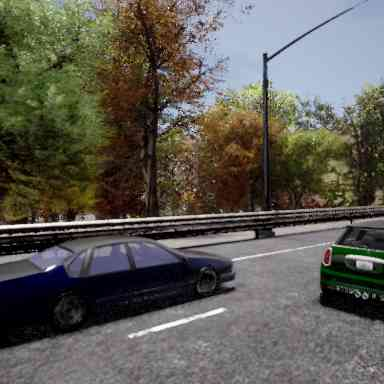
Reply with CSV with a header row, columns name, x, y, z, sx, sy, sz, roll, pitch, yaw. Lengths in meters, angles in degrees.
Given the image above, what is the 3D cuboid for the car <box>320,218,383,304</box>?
name,x,y,z,sx,sy,sz,roll,pitch,yaw
car,4.945,1.411,7.605,4.553,1.767,2.097,0,-1,-38

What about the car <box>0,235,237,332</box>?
name,x,y,z,sx,sy,sz,roll,pitch,yaw
car,-1.513,1.641,7.023,5.357,1.411,2.033,0,-1,-38
